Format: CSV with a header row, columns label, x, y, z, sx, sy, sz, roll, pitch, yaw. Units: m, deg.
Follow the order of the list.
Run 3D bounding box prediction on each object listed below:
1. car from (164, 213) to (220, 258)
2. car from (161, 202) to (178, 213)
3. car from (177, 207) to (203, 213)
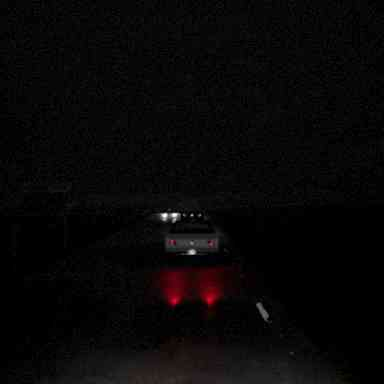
label,x,y,z,sx,sy,sz,roll,pitch,yaw
car,0.016,1.736,13.264,1.895,1.301,4.718,0,-1,0
car,-2.771,2.006,42.508,1.994,1.385,4.181,0,-1,0
car,0.014,1.888,28.253,1.895,1.301,4.718,0,-1,0
